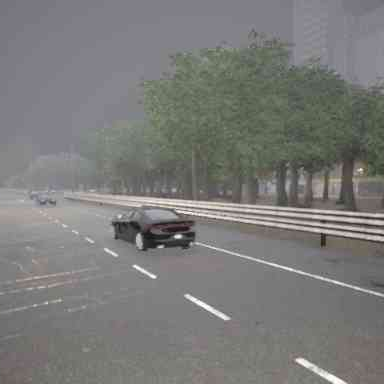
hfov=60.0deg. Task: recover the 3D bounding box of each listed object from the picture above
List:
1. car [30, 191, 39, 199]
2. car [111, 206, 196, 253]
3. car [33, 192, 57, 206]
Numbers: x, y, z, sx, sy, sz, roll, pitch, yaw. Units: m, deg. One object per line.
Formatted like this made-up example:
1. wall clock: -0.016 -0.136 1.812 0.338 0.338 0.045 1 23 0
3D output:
1. car: -29.360 0.588 62.579 1.812 1.442 4.674 -1 1 -21
2. car: -1.708 1.296 13.043 1.882 1.535 5.008 -1 1 -30
3. car: -17.840 0.992 40.529 1.895 1.301 4.718 -1 1 -30
